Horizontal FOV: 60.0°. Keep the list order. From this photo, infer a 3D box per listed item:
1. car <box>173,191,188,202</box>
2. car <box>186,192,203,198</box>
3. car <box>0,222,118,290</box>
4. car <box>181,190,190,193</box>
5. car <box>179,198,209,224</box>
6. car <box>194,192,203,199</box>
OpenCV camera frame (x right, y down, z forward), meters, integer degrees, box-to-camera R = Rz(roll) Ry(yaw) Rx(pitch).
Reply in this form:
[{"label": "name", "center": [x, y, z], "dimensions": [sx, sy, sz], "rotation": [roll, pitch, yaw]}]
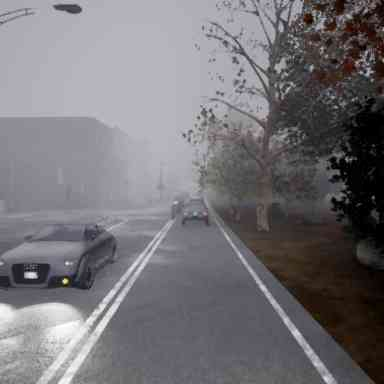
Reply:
[{"label": "car", "center": [-2.299, 1.082, 60.804], "dimensions": [1.994, 1.385, 4.181], "rotation": [0, 1, 3]}, {"label": "car", "center": [0.583, 1.192, 42.364], "dimensions": [1.882, 1.535, 5.008], "rotation": [0, 1, 1]}, {"label": "car", "center": [-3.313, 1.516, 8.844], "dimensions": [1.994, 1.385, 4.181], "rotation": [0, 0, 0]}, {"label": "car", "center": [-1.743, 0.563, 76.578], "dimensions": [2.150, 2.045, 5.566], "rotation": [0, 1, 2]}, {"label": "car", "center": [0.246, 1.414, 23.534], "dimensions": [2.033, 1.411, 5.357], "rotation": [0, 0, 1]}, {"label": "car", "center": [1.547, 0.816, 77.804], "dimensions": [1.837, 1.490, 4.892], "rotation": [0, 1, 2]}]
